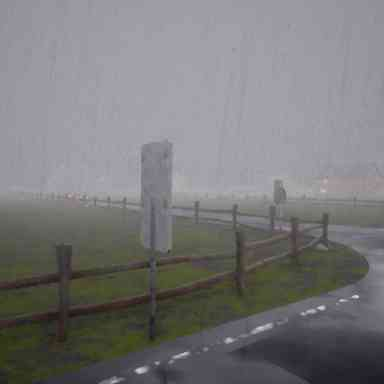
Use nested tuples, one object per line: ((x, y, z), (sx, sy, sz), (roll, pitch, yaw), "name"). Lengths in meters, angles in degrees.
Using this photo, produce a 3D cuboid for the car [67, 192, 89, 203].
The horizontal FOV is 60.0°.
((-17.479, 0.864, 50.933), (2.097, 1.767, 4.553), (1, 0, -36), "car")
